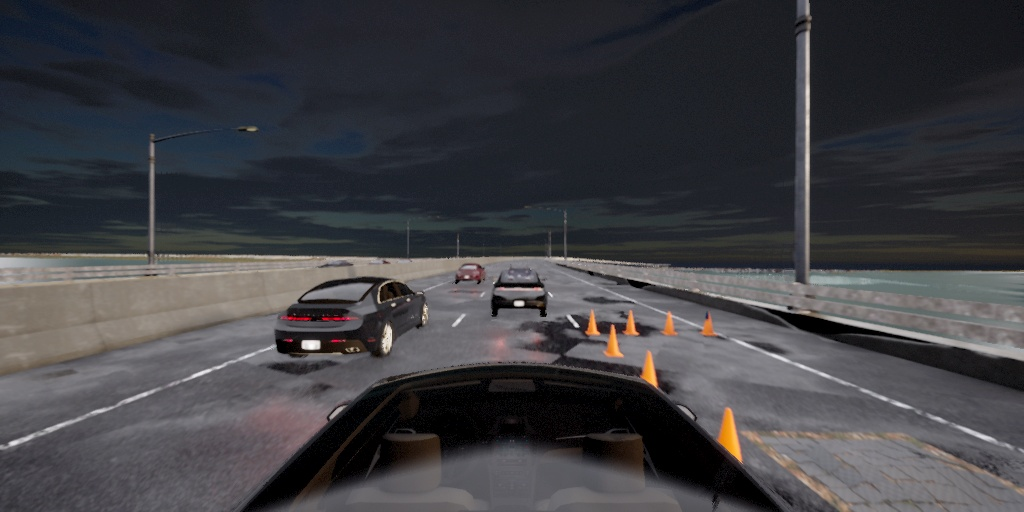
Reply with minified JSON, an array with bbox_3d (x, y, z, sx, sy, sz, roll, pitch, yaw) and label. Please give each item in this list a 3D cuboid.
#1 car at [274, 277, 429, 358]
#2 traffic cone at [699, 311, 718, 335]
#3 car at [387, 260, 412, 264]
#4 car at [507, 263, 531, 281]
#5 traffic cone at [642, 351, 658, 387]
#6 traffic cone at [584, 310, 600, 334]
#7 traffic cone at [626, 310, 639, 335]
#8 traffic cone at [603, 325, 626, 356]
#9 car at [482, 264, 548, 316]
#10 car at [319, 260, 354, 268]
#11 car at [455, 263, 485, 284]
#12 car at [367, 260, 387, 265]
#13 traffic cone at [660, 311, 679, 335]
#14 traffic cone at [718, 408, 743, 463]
[{"bbox_3d":[-3.320,1.235,8.409,1.837,1.490,4.892,0,0,1],"label":"car"},{"bbox_3d":[5.085,1.725,9.303,0.340,0.580,0.340,0,0,1],"label":"traffic cone"},{"bbox_3d":[-13.256,1.185,44.093,1.812,1.442,4.674,0,0,2],"label":"car"},{"bbox_3d":[0.614,1.334,31.488,1.895,1.301,4.718,0,0,1],"label":"car"},{"bbox_3d":[2.038,1.713,5.340,0.340,0.580,0.340,0,0,1],"label":"traffic cone"},{"bbox_3d":[2.086,1.711,9.340,0.340,0.580,0.340,0,0,1],"label":"traffic cone"},{"bbox_3d":[3.086,1.715,9.328,0.340,0.580,0.340,0,0,1],"label":"traffic cone"},{"bbox_3d":[2.062,1.712,7.340,0.340,0.580,0.340,0,0,1],"label":"traffic cone"},{"bbox_3d":[0.257,1.236,13.325,2.128,1.511,4.902,0,0,1],"label":"car"},{"bbox_3d":[-20.319,1.177,41.902,2.033,1.411,5.357,0,0,2],"label":"car"},{"bbox_3d":[-2.996,1.246,26.446,1.812,1.442,4.674,0,0,1],"label":"car"},{"bbox_3d":[-16.729,1.168,45.043,1.812,1.442,4.674,0,0,2],"label":"car"},{"bbox_3d":[4.086,1.720,9.316,0.340,0.580,0.340,0,0,1],"label":"traffic cone"},{"bbox_3d":[2.014,1.714,3.341,0.340,0.580,0.340,0,0,1],"label":"traffic cone"}]
